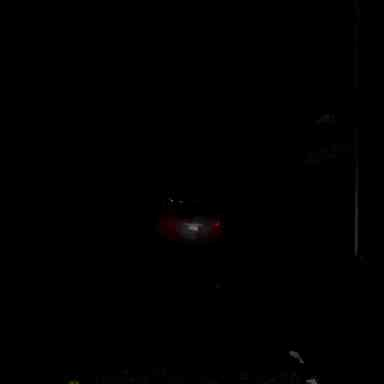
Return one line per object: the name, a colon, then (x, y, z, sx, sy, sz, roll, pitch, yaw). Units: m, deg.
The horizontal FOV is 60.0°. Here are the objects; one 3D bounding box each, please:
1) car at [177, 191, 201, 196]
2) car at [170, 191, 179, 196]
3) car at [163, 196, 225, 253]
car: (0.128, 0.989, 28.094, 2.097, 1.767, 4.553, 0, 1, 1)
car: (-2.637, 0.583, 57.545, 1.837, 1.490, 4.892, 0, 1, 1)
car: (0.085, 1.206, 13.110, 2.097, 1.767, 4.553, 0, 1, 1)
